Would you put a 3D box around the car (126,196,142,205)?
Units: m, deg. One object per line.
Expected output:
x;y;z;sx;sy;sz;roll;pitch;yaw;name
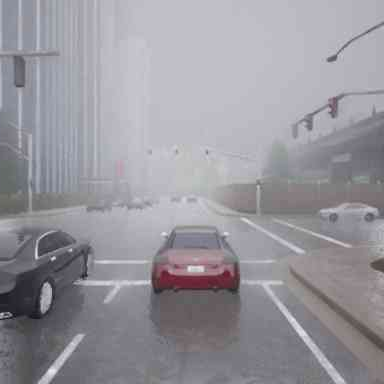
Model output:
-10.512;1.495;60.654;2.128;1.511;4.902;0;0;0;car

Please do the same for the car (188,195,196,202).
0.018;1.481;79.895;1.882;1.535;5.008;0;0;0;car

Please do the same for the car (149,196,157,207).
-7.071;1.603;51.848;1.895;1.301;4.718;0;0;0;car

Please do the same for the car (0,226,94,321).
-3.558;1.505;7.281;1.837;1.490;4.892;0;0;-2;car

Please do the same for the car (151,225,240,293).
0.088;1.566;8.881;1.994;1.385;4.181;0;0;0;car

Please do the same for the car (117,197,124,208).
-10.579;1.494;48.219;2.128;1.511;4.902;0;0;0;car

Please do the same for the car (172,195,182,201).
-3.482;1.390;79.367;2.128;1.511;4.902;0;0;0;car

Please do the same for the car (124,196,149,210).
-7.070;1.528;42.769;1.812;1.442;4.674;0;0;0;car

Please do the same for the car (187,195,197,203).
0.023;1.481;69.488;1.882;1.535;5.008;0;0;0;car

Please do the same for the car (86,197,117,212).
-10.589;1.550;38.479;2.033;1.411;5.357;0;0;0;car

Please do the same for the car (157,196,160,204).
-7.008;1.495;61.866;2.128;1.511;4.902;0;0;0;car

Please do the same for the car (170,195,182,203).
-3.484;1.501;68.943;1.837;1.490;4.892;0;0;0;car

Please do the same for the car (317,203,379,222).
12.373;1.582;26.450;4.674;1.442;1.812;0;0;-3;car
